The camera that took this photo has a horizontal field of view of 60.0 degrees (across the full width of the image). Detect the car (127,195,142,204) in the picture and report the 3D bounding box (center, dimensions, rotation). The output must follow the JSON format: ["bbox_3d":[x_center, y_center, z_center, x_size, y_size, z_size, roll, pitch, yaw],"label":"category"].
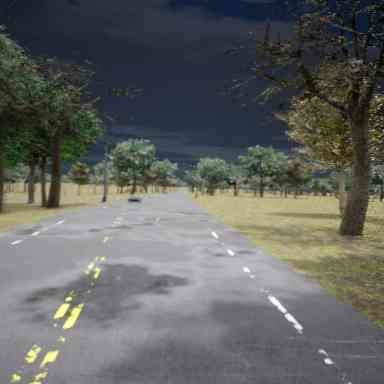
[{"bbox_3d":[-9.207,1.189,53.608,1.895,1.301,4.718,2,0,-3],"label":"car"}]
